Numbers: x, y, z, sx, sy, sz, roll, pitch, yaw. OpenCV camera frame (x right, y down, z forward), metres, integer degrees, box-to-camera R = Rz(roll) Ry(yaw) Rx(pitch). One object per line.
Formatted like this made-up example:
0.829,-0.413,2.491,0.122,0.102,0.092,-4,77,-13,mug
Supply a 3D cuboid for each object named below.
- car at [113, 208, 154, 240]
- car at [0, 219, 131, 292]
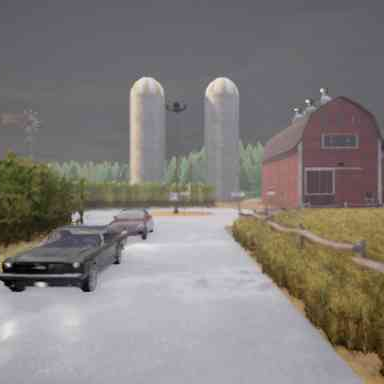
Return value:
-3.111,1.598,17.751,1.812,1.442,4.674,0,0,0,car
-3.174,1.651,9.210,1.895,1.301,4.718,0,0,0,car
